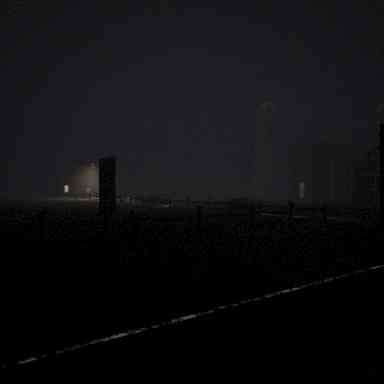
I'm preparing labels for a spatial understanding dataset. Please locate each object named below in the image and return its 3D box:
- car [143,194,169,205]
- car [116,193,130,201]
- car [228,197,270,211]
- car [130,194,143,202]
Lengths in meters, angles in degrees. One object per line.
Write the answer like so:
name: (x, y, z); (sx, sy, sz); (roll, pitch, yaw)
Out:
car: (-4.987, 1.113, 49.345); (1.837, 1.490, 4.892); (-1, 0, -36)
car: (-13.511, 0.907, 66.064); (1.837, 1.490, 4.892); (-1, 1, -36)
car: (5.821, 1.273, 34.291); (2.128, 1.511, 4.902); (-1, 1, -36)
car: (-8.653, 1.085, 59.333); (1.895, 1.301, 4.718); (-1, 1, -36)
